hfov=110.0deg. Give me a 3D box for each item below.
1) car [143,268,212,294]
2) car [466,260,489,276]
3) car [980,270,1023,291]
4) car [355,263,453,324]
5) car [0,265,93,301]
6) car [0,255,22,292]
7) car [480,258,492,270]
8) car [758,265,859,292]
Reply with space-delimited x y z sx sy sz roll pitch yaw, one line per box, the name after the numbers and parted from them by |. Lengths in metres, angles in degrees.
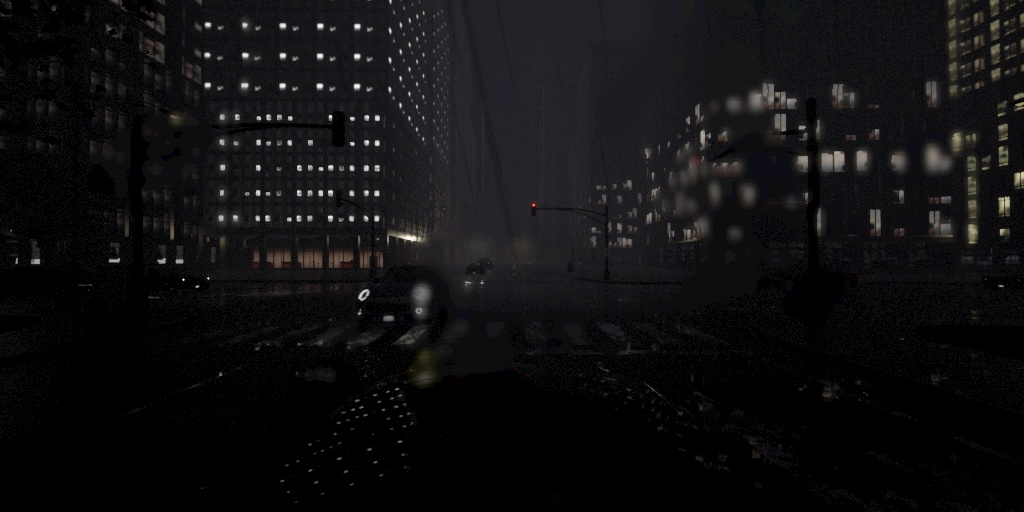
-18.887 1.306 19.087 4.718 1.301 1.895 0 -1 2 | car
-3.776 1.342 37.767 1.895 1.301 4.718 0 0 -1 | car
30.313 1.419 20.607 4.718 1.301 1.895 0 -1 1 | car
-3.286 1.054 11.718 2.097 1.767 4.553 0 0 0 | car
-20.246 1.160 15.879 4.892 1.490 1.837 0 -1 2 | car
-30.807 0.904 19.454 5.566 2.045 2.150 1 -1 2 | car
-4.031 1.071 52.980 2.097 1.767 4.553 0 0 -1 | car
17.192 1.280 20.964 5.008 1.535 1.882 0 -1 2 | car
